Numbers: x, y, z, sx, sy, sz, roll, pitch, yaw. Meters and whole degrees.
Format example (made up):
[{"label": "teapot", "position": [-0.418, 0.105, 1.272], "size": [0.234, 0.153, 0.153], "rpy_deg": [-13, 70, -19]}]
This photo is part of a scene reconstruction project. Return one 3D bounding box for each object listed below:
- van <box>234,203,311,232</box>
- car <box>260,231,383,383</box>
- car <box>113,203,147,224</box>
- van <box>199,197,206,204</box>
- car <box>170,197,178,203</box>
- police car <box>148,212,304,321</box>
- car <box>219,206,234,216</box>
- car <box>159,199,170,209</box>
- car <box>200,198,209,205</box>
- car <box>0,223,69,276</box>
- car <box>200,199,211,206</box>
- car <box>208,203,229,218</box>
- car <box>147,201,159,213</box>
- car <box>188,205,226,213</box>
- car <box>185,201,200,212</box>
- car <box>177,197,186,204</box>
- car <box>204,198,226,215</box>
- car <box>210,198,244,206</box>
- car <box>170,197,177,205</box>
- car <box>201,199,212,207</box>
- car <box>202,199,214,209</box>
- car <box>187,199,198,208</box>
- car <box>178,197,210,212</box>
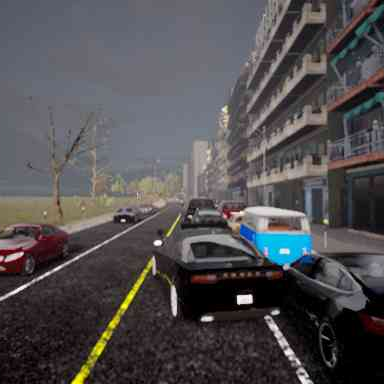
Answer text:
[{"label": "van", "position": [2.595, 1.439, 11.121], "size": [1.690, 1.788, 3.998], "rpy_deg": [1, 0, 0]}, {"label": "car", "position": [2.583, 1.614, 5.458], "size": [1.947, 1.339, 4.313], "rpy_deg": [1, 0, 0]}, {"label": "car", "position": [-5.260, 1.808, 27.582], "size": [1.947, 1.339, 4.313], "rpy_deg": [1, 0, 0]}, {"label": "van", "position": [2.719, 2.088, 84.711], "size": [1.690, 1.788, 3.998], "rpy_deg": [1, -1, 0]}, {"label": "car", "position": [-5.144, 2.285, 95.428], "size": [1.967, 1.590, 4.097], "rpy_deg": [1, -1, 0]}, {"label": "police car", "position": [0.221, 1.493, 7.703], "size": [1.930, 1.638, 5.238], "rpy_deg": [0, 0, -14]}, {"label": "car", "position": [2.603, 1.673, 16.950], "size": [1.752, 1.417, 4.829], "rpy_deg": [1, 0, 0]}, {"label": "car", "position": [-5.212, 2.015, 55.682], "size": [1.752, 1.417, 4.829], "rpy_deg": [1, -1, 0]}, {"label": "car", "position": [2.699, 2.085, 73.388], "size": [1.967, 1.590, 4.097], "rpy_deg": [1, -1, 0]}, {"label": "car", "position": [-5.288, 1.677, 10.620], "size": [1.802, 1.307, 4.206], "rpy_deg": [1, 0, 0]}, {"label": "car", "position": [2.688, 2.145, 67.727], "size": [2.008, 1.369, 4.403], "rpy_deg": [1, -1, 0]}, {"label": "car", "position": [2.631, 1.876, 33.762], "size": [1.802, 1.307, 4.206], "rpy_deg": [1, -1, 0]}, {"label": "car", "position": [-5.241, 1.923, 38.890], "size": [1.802, 1.307, 4.206], "rpy_deg": [1, 0, 0]}, {"label": "car", "position": [0.855, 1.662, 17.848], "size": [1.837, 1.490, 4.892], "rpy_deg": [0, 0, 0]}, {"label": "car", "position": [0.090, 1.947, 45.684], "size": [2.033, 1.411, 5.357], "rpy_deg": [0, -1, 1]}, {"label": "car", "position": [-2.606, 2.101, 84.811], "size": [2.097, 1.767, 4.553], "rpy_deg": [0, -1, 0]}, {"label": "car", "position": [2.643, 1.659, 39.425], "size": [2.192, 1.841, 5.009], "rpy_deg": [1, -1, 0]}, {"label": "car", "position": [2.615, 1.511, 22.443], "size": [2.192, 1.841, 5.009], "rpy_deg": [1, 0, 0]}, {"label": "car", "position": [-5.174, 2.243, 78.466], "size": [2.008, 1.369, 4.403], "rpy_deg": [1, -1, 0]}, {"label": "car", "position": [2.679, 2.071, 62.237], "size": [1.752, 1.417, 4.829], "rpy_deg": [1, -1, 0]}, {"label": "car", "position": [2.670, 2.021, 56.576], "size": [1.752, 1.417, 4.829], "rpy_deg": [1, -1, 0]}, {"label": "car", "position": [0.101, 2.048, 59.462], "size": [1.812, 1.442, 4.674], "rpy_deg": [0, -1, 0]}, {"label": "car", "position": [0.422, 1.427, 23.790], "size": [2.150, 2.045, 5.566], "rpy_deg": [0, -1, -5]}]
